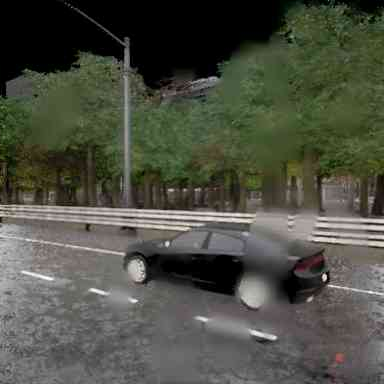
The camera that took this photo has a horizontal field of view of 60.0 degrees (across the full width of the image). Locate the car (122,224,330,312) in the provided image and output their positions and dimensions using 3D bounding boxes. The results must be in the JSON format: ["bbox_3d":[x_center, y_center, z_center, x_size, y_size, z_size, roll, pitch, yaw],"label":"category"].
[{"bbox_3d":[0.516,1.483,7.801,5.008,1.535,1.882,0,0,36],"label":"car"}]
